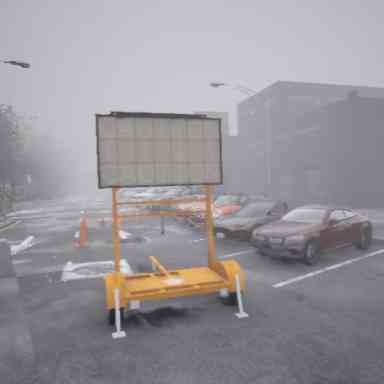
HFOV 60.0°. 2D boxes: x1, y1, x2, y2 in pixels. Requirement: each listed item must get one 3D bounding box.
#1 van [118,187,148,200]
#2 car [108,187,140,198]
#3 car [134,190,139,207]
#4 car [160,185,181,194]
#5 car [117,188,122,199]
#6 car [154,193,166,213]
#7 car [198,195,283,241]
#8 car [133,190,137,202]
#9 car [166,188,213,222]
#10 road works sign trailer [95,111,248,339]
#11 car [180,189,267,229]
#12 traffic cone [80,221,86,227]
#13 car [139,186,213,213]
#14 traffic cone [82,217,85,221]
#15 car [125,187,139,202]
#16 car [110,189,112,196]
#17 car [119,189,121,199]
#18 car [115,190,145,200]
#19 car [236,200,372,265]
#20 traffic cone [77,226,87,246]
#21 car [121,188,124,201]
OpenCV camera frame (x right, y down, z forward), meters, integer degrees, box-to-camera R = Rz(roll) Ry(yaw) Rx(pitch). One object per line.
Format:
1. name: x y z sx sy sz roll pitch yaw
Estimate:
1. van: -9.446 0.216 53.343 4.442 1.987 1.878 -2 1 -37
2. car: -13.120 0.044 64.757 5.566 2.045 2.435 -2 1 -37
3. car: -1.669 0.805 27.345 5.366 1.575 1.946 -2 2 -37
4. car: -5.523 -0.634 83.881 2.435 2.045 5.566 -3 2 -39
5. car: -7.717 0.393 47.548 4.553 1.767 2.185 -2 2 -37
6. car: 0.251 0.931 21.727 4.674 1.452 2.002 -2 1 -37
7. car: 2.902 1.060 13.109 4.792 1.488 2.163 -2 2 -37
8. car: -2.433 0.791 30.309 4.792 1.488 2.163 -2 2 -37
9. car: 1.168 0.810 18.872 4.553 1.767 2.185 -2 2 -37
10. road works sign trailer: -0.591 0.293 6.485 2.380 3.560 2.880 -2 2 -17
11. car: 2.058 0.857 16.006 4.553 1.767 2.185 -2 2 -37
12. traffic cone: -4.828 1.704 14.608 0.340 0.580 0.340 -2 2 -17
13. car: -0.646 0.596 24.562 5.566 2.045 2.435 -2 2 -37
14. traffic cone: -5.424 1.673 16.517 0.340 0.580 0.340 -2 2 -17
15. car: -3.324 0.467 33.171 5.566 2.045 2.435 -2 2 -37
16. car: -11.474 0.372 58.892 5.366 1.575 1.946 -2 2 -37
17. car: -6.851 0.598 44.669 4.674 1.452 2.002 -2 2 -37
18. car: -10.421 0.447 56.140 4.674 1.452 2.002 -2 2 -37
19. car: 3.821 1.118 10.262 4.674 1.452 2.002 -2 2 -37
20. traffic cone: -4.231 1.734 12.699 0.340 0.580 0.340 -2 2 -17
21. car: -5.995 0.472 41.783 4.553 1.767 2.185 -2 1 -37
